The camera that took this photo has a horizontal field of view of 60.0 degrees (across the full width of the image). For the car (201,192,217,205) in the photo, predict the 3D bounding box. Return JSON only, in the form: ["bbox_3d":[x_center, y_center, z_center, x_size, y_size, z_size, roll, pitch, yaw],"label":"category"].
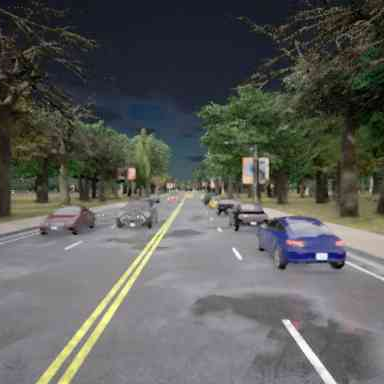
[{"bbox_3d":[3.089,1.014,52.949,2.150,2.045,5.566,0,0,0],"label":"car"}]

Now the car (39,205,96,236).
[{"bbox_3d":[-6.624,1.463,18.305,1.812,1.442,4.674,0,0,0],"label":"car"}]

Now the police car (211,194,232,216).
[{"bbox_3d":[3.191,1.313,31.019,1.930,1.638,5.238,0,0,0],"label":"police car"}]

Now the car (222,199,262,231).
[{"bbox_3d":[3.223,1.424,19.904,2.128,1.511,4.902,0,0,0],"label":"car"}]

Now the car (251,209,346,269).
[{"bbox_3d":[3.340,1.489,10.876,1.812,1.442,4.674,0,0,0],"label":"car"}]

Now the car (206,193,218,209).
[{"bbox_3d":[3.146,1.297,42.104,1.801,1.575,5.366,0,0,0],"label":"car"}]

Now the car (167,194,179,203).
[{"bbox_3d":[-3.493,1.103,62.121,2.097,1.767,4.553,0,0,0],"label":"car"}]

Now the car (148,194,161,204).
[{"bbox_3d":[-6.737,1.238,60.070,1.882,1.535,5.008,0,0,0],"label":"car"}]

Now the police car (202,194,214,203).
[{"bbox_3d":[3.020,1.248,63.925,2.038,1.542,4.974,0,0,0],"label":"police car"}]

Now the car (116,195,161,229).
[{"bbox_3d":[-3.379,1.279,21.111,2.097,1.767,4.553,0,0,0],"label":"car"}]

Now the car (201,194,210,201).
[{"bbox_3d":[2.939,1.215,74.929,1.812,1.442,4.674,0,0,0],"label":"car"}]

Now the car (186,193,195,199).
[{"bbox_3d":[-0.384,0.989,84.125,1.882,1.535,5.008,0,0,-1],"label":"car"}]
